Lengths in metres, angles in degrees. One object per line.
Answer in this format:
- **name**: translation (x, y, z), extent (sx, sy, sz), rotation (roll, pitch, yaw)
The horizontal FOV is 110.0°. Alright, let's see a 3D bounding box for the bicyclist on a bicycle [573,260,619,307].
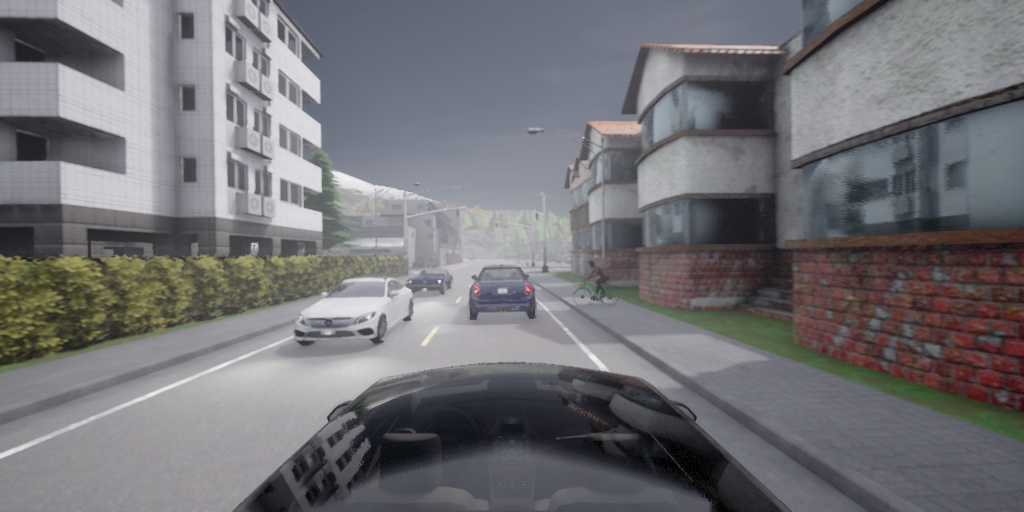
- **bicyclist on a bicycle**: translation (2.952, 0.976, 12.602), extent (1.656, 1.620, 0.582), rotation (0, 0, -3)

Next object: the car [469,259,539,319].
- **car**: translation (-0.388, 1.071, 12.906), extent (2.097, 1.767, 4.553), rotation (-1, 0, -3)

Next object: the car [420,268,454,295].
- **car**: translation (-4.444, 1.356, 20.052), extent (1.895, 1.301, 4.718), rotation (-1, 0, -3)

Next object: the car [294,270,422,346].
- **car**: translation (-3.939, 1.306, 9.773), extent (1.812, 1.442, 4.674), rotation (-1, 0, -3)
